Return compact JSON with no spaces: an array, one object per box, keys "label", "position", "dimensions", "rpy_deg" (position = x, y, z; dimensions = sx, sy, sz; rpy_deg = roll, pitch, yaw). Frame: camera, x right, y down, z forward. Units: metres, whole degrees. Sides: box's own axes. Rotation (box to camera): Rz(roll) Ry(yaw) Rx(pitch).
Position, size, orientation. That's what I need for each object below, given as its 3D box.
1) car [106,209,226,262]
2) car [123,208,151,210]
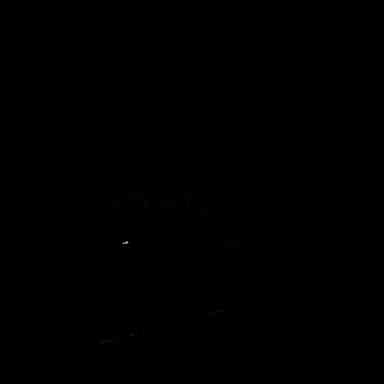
[{"label":"car","position":[-0.883,1.522,12.302],"dimensions":[4.892,1.490,1.837],"rpy_deg":[1,0,-39]},{"label":"car","position":[-2.747,1.514,15.281],"dimensions":[4.892,1.490,1.837],"rpy_deg":[1,0,-39]}]
